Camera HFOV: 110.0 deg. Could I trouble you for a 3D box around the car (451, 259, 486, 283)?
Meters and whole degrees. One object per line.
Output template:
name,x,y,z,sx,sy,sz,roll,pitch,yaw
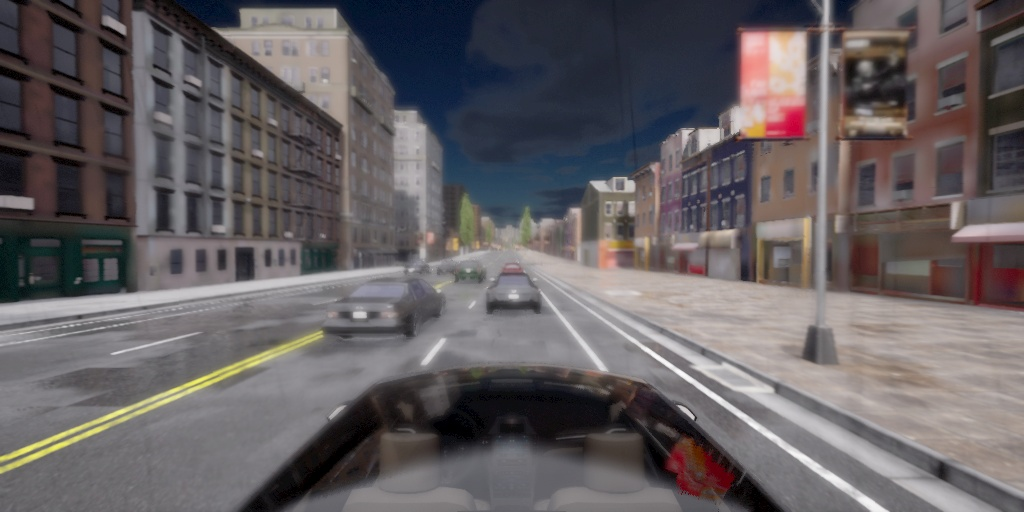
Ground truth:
car,-3.194,1.116,28.464,2.097,1.767,4.553,0,0,0

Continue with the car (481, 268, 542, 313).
car,0.067,1.322,13.964,1.994,1.385,4.181,0,0,0

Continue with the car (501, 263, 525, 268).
car,0.066,1.289,29.722,1.812,1.442,4.674,0,0,0

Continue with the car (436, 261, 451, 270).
car,-6.615,1.257,37.470,1.837,1.490,4.892,0,0,0

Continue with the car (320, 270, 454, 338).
car,-3.208,1.300,10.118,2.033,1.411,5.357,0,0,1

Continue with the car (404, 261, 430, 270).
car,-9.865,1.242,37.536,2.128,1.511,4.902,0,0,0
